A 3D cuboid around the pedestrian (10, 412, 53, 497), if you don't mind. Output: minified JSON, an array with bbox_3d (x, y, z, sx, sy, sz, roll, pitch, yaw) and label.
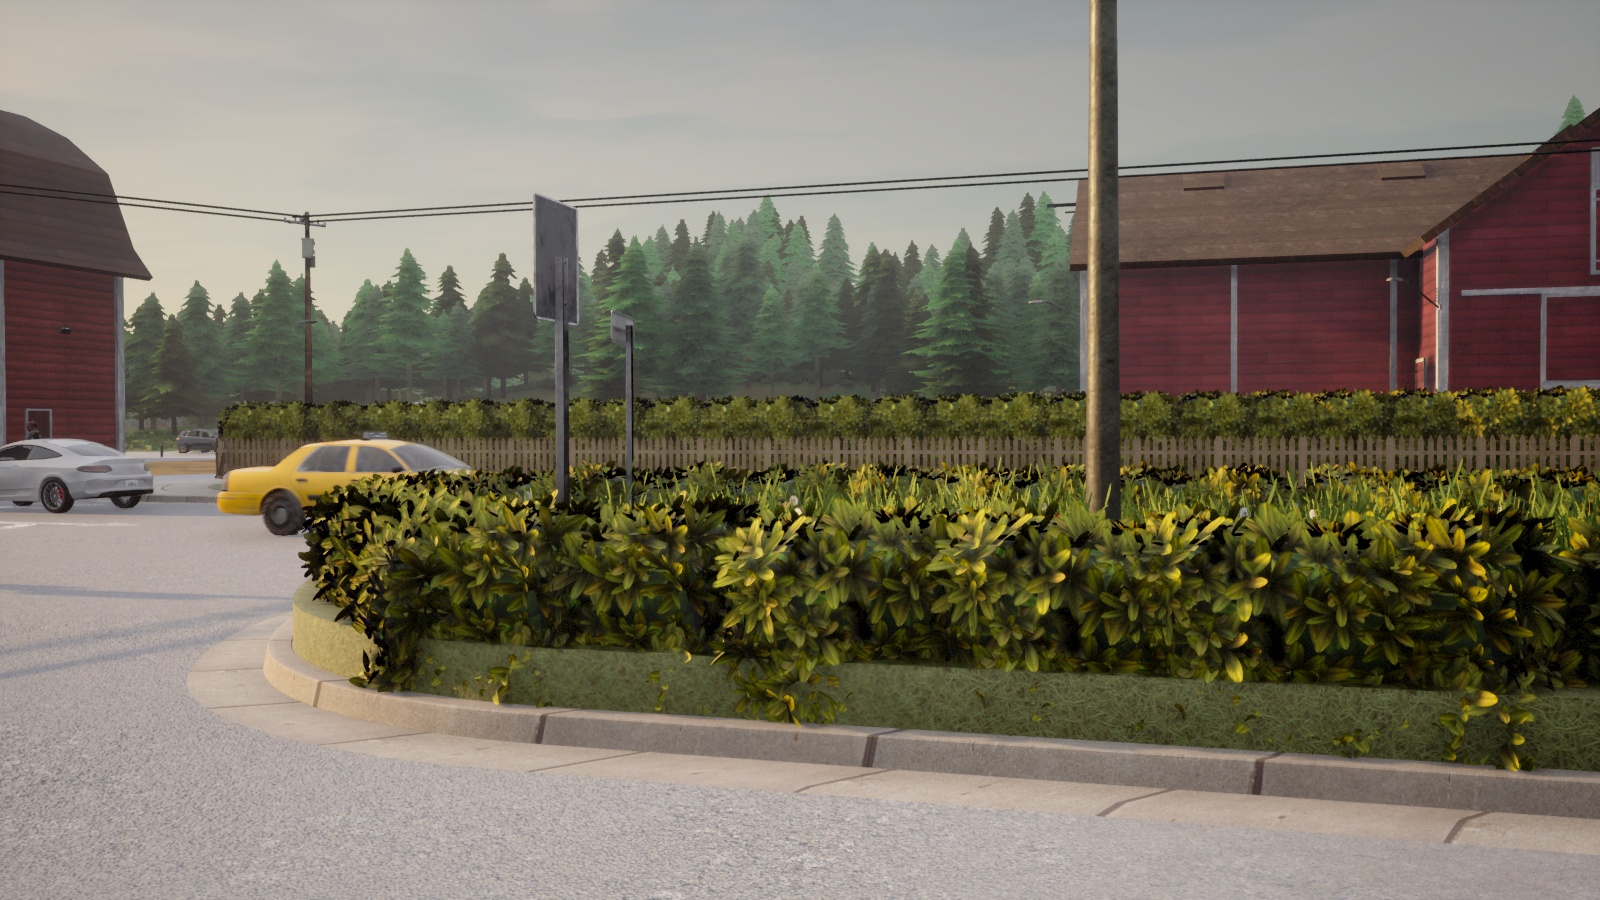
[{"bbox_3d":[-16.986,0.101,27.768,0.720,1.854,0.376,0,1,-16],"label":"pedestrian"}]

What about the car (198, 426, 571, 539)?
[{"bbox_3d":[-6.366,0.432,19.315,5.366,1.575,1.801,0,1,16],"label":"car"}]

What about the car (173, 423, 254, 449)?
[{"bbox_3d":[-39.161,-0.959,83.863,4.611,1.667,2.242,0,1,16],"label":"car"}]

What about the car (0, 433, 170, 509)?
[{"bbox_3d":[-15.439,0.383,25.649,4.674,1.442,1.812,0,1,19],"label":"car"}]
